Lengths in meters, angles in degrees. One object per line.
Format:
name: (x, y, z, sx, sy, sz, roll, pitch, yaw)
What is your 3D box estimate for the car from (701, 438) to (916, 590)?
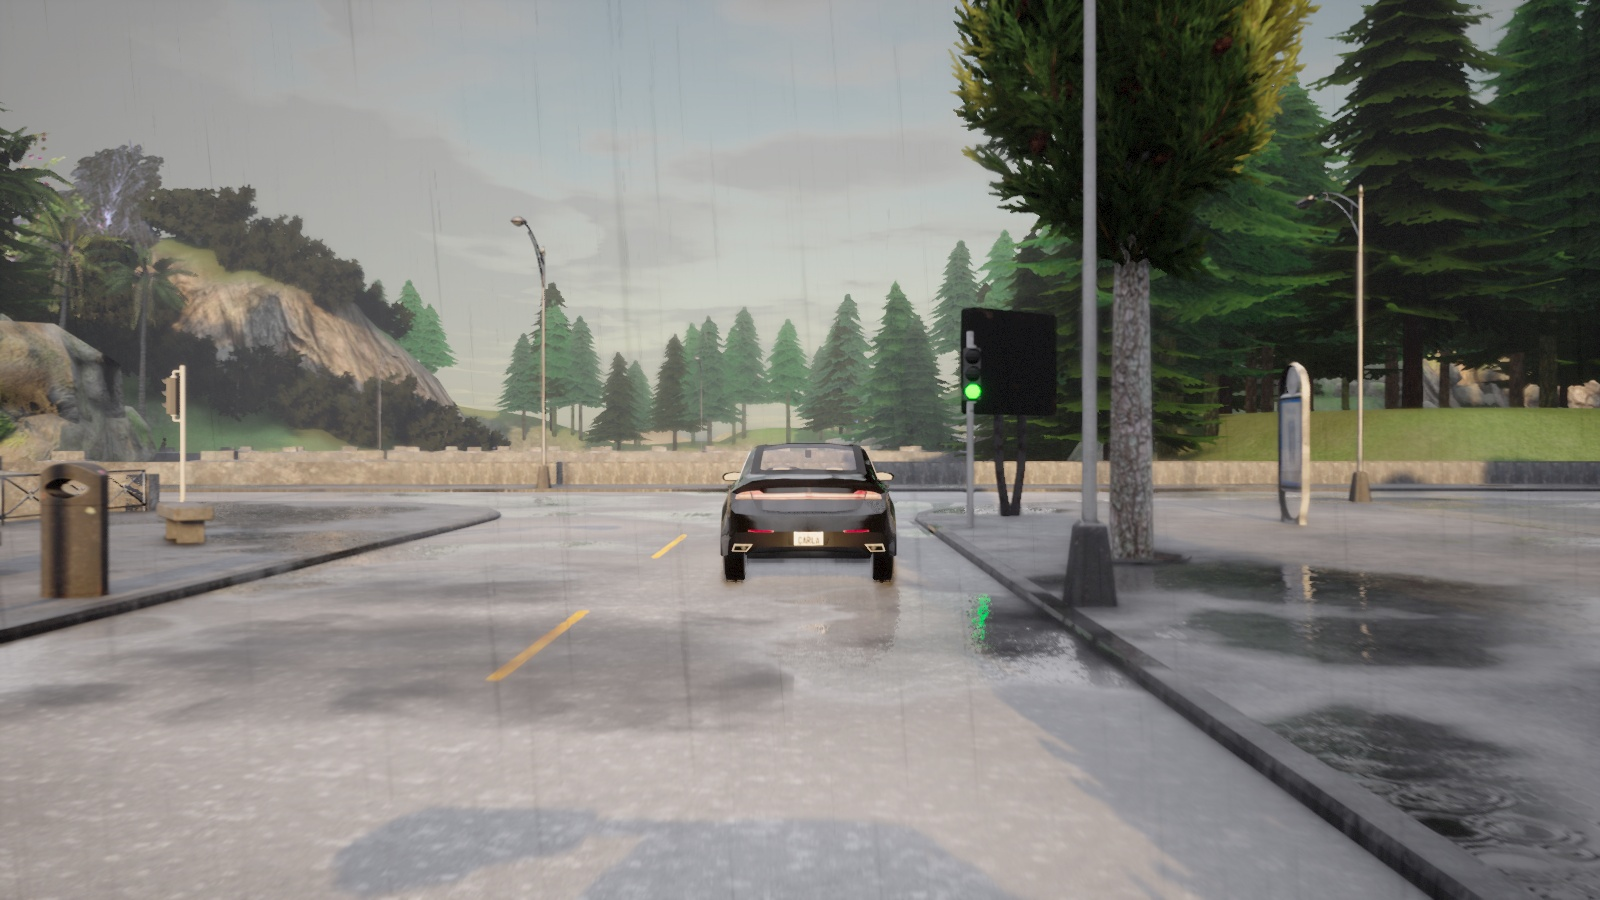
car: (0.098, 0.619, 14.907, 2.128, 1.511, 4.902, 0, 0, 0)
